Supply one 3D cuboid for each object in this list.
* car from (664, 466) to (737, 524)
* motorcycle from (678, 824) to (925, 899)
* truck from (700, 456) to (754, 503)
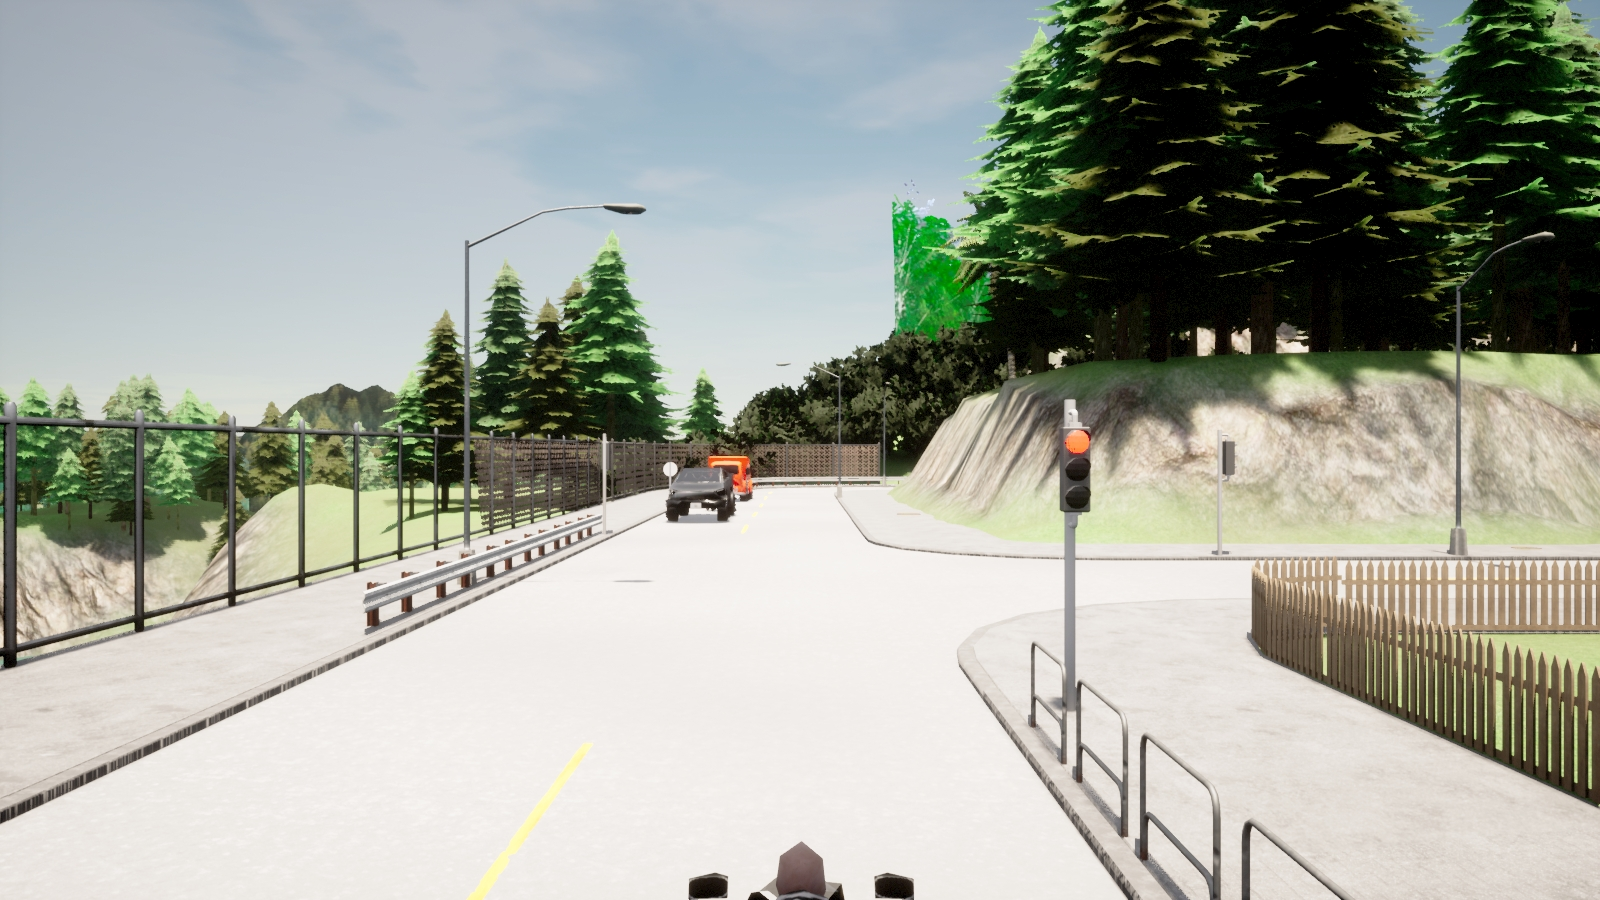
[{"bbox_3d":[-3.949,1.753,46.485,2.390,2.098,6.274,0,0,0],"label":"car"},{"bbox_3d":[0.004,2.205,3.723,0.867,1.251,2.209,0,0,0],"label":"motorcycle"},{"bbox_3d":[-3.941,1.567,62.779,2.627,2.467,5.204,0,0,0],"label":"truck"}]
